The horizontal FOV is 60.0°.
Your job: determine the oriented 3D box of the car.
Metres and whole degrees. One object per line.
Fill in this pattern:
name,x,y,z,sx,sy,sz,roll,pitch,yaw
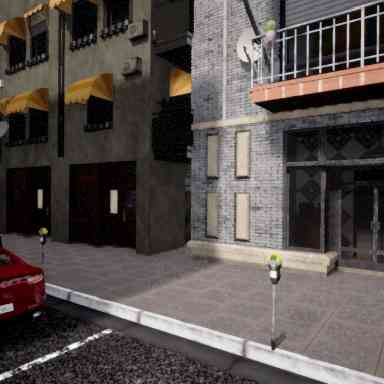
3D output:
car,-4.497,1.544,6.077,4.507,1.381,1.887,0,1,36
